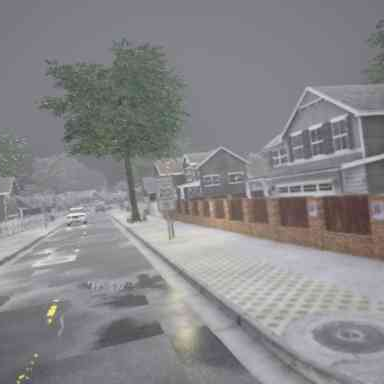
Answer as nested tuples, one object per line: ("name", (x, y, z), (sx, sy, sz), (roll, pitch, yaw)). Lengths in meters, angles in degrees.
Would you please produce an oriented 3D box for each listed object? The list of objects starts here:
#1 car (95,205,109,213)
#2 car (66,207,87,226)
("car", (-23.904, 4.303, 86.709), (2.150, 2.045, 5.566), (-7, 0, -9))
("car", (-14.479, 3.040, 41.788), (2.150, 2.045, 5.566), (-7, 0, -16))
